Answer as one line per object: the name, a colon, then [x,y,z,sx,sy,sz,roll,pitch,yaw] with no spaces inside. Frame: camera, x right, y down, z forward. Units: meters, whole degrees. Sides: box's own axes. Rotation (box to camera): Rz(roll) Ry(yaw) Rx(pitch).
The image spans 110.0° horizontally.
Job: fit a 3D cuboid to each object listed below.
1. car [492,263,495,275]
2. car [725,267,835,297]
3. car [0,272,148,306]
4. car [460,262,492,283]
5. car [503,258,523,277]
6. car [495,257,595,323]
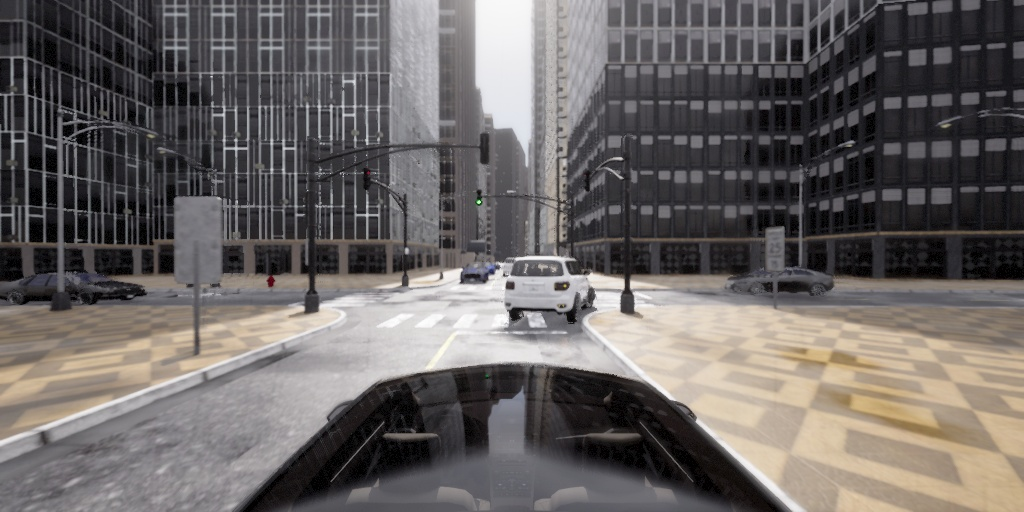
car: [-3.119,1.527,44.253,1.882,1.535,5.008,0,-1,0]
car: [13.889,1.311,18.790,4.902,1.511,2.128,0,0,4]
car: [-19.955,1.441,16.256,5.357,1.411,2.033,0,0,0]
car: [-3.117,1.297,30.253,2.097,1.767,4.553,0,0,0]
car: [0.070,1.243,40.640,2.150,2.045,5.566,0,0,0]
car: [1.493,1.060,12.840,2.150,2.045,5.566,-1,-1,19]
